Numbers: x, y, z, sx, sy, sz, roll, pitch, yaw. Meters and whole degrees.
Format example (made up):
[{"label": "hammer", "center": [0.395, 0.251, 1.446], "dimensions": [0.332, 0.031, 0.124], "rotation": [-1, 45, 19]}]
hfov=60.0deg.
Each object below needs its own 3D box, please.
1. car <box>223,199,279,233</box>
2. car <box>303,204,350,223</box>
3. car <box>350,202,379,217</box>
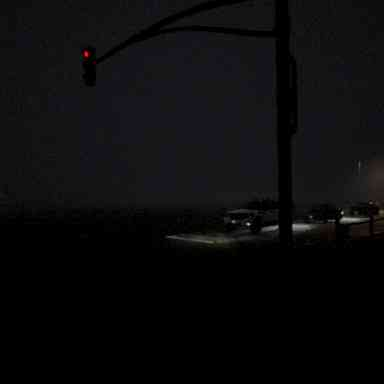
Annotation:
[{"label": "car", "center": [4.462, 1.473, 22.013], "dimensions": [5.566, 2.045, 2.150], "rotation": [0, -1, -45]}, {"label": "car", "center": [11.462, 1.802, 28.937], "dimensions": [4.902, 1.511, 2.128], "rotation": [0, -1, -45]}, {"label": "car", "center": [18.716, 1.865, 36.114], "dimensions": [4.902, 1.511, 2.128], "rotation": [1, -1, -45]}]
